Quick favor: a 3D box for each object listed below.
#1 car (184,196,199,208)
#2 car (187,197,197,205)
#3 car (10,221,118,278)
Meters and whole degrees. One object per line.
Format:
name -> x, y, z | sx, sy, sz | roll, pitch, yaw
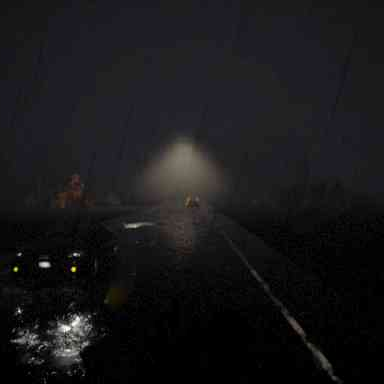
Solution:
car -> 0.101, 1.575, 50.014 | 1.882, 1.535, 5.008 | 0, 0, 0
car -> 0.000, 1.689, 63.685 | 1.994, 1.385, 4.181 | 0, 0, 0
car -> -3.600, 1.583, 10.104 | 1.994, 1.385, 4.181 | 0, 0, 0
